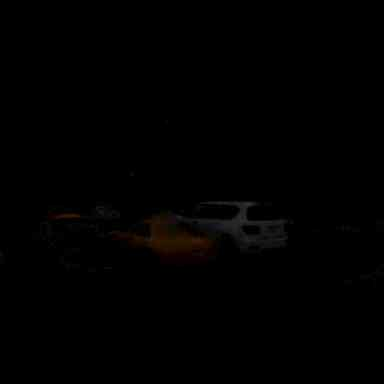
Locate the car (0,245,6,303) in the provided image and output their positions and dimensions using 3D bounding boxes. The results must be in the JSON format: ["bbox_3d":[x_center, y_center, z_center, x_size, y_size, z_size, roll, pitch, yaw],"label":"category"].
[{"bbox_3d":[-5.608,1.523,7.808,1.946,1.575,5.366,1,0,-35],"label":"car"}]

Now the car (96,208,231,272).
[{"bbox_3d":[-1.286,1.565,11.313,1.946,1.575,5.366,1,0,-35],"label":"car"}]

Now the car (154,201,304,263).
[{"bbox_3d":[1.074,1.338,12.788,2.435,2.045,5.566,1,0,-35],"label":"car"}]

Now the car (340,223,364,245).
[{"bbox_3d":[5.641,1.661,15.942,2.163,1.488,4.792,1,0,-35],"label":"car"}]

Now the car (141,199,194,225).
[{"bbox_3d":[-2.039,1.501,26.605,2.185,1.767,4.553,1,0,-35],"label":"car"}]

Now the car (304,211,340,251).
[{"bbox_3d":[3.353,1.610,14.369,2.097,1.535,5.008,1,0,-35],"label":"car"}]

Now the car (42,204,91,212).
[{"bbox_3d":[-8.602,1.561,21.705,1.946,1.575,5.366,1,0,-35],"label":"car"}]

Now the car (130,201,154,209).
[{"bbox_3d":[-4.166,1.636,25.029,2.163,1.488,4.792,1,0,-35],"label":"car"}]

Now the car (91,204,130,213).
[{"bbox_3d":[-6.445,1.626,23.452,2.002,1.452,4.674,1,0,-35],"label":"car"}]

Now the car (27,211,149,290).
[{"bbox_3d":[-3.451,1.548,9.565,2.231,1.521,4.892,1,0,-35],"label":"car"}]

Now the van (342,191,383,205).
[{"bbox_3d":[22.295,0.845,43.918,1.878,1.987,4.442,0,1,-35],"label":"van"}]

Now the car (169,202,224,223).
[{"bbox_3d":[0.245,1.648,28.173,2.097,1.535,5.008,1,0,-35],"label":"car"}]
